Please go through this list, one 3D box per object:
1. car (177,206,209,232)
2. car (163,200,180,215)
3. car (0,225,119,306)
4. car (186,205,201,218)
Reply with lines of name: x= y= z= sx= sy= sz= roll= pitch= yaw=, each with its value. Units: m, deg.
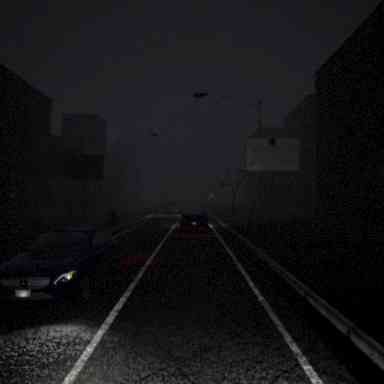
car: x=0.150 y=1.911 z=23.654 sx=1.882 sy=1.535 sz=5.008 roll=0 pitch=-1 yaw=0
car: x=-2.971 y=2.253 z=49.492 sx=2.150 sy=2.045 sz=5.566 roll=0 pitch=-1 yaw=0
car: x=-3.086 y=1.622 z=8.403 sx=1.812 sy=1.442 sz=4.674 roll=0 pitch=-1 yaw=0
car: x=0.187 y=2.435 z=41.726 sx=1.812 sy=1.442 sz=4.674 roll=0 pitch=-1 yaw=0
